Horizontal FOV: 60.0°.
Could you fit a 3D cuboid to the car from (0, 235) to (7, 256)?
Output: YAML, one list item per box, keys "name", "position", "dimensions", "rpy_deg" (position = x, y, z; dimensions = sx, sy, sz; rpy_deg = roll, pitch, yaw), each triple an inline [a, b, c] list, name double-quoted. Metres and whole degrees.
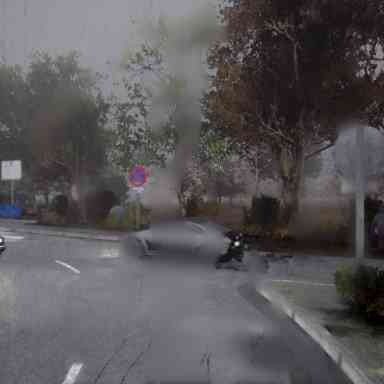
- name: "car"
  position: [-8.206, 1.603, 10.881]
  dimensions: [4.718, 1.301, 1.895]
  rpy_deg: [0, 0, 30]

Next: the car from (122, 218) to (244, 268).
- name: "car"
  position: [-0.334, 1.611, 11.470]
  dimensions: [4.181, 1.385, 1.994]
  rpy_deg: [0, 0, 27]
